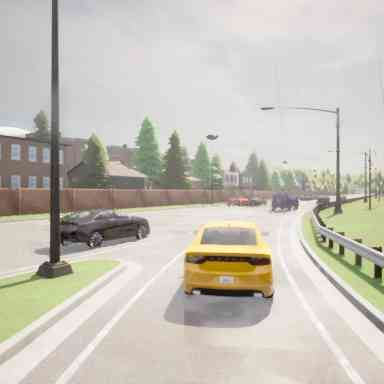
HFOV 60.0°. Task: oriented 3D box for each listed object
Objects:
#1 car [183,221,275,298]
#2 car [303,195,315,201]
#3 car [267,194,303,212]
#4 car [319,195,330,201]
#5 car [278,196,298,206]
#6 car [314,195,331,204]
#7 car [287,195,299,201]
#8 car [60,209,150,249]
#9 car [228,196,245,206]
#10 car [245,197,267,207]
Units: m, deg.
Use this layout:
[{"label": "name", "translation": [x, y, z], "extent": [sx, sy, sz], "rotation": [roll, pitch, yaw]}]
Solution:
[{"label": "car", "translation": [0.991, 1.478, 8.626], "extent": [1.882, 1.535, 5.008], "rotation": [0, 0, 8]}, {"label": "car", "translation": [28.620, 1.601, 82.947], "extent": [1.895, 1.301, 4.718], "rotation": [0, 0, 31]}, {"label": "car", "translation": [11.280, 1.221, 40.081], "extent": [2.150, 2.045, 5.566], "rotation": [0, 0, 31]}, {"label": "car", "translation": [34.036, 1.506, 85.188], "extent": [1.837, 1.490, 4.892], "rotation": [0, 0, 31]}, {"label": "car", "translation": [15.690, 1.481, 54.288], "extent": [1.882, 1.535, 5.008], "rotation": [0, 0, 31]}, {"label": "car", "translation": [25.162, 1.509, 63.314], "extent": [1.837, 1.490, 4.892], "rotation": [0, 0, 31]}, {"label": "car", "translation": [25.933, 1.530, 85.274], "extent": [1.812, 1.442, 4.674], "rotation": [0, 0, 31]}, {"label": "car", "translation": [-3.845, 1.494, 14.771], "extent": [2.128, 1.511, 4.902], "rotation": [0, 0, 31]}, {"label": "car", "translation": [7.597, 1.355, 54.386], "extent": [2.097, 1.767, 4.553], "rotation": [0, 0, 31]}, {"label": "car", "translation": [10.386, 1.529, 52.228], "extent": [1.812, 1.442, 4.674], "rotation": [0, 0, 31]}]
